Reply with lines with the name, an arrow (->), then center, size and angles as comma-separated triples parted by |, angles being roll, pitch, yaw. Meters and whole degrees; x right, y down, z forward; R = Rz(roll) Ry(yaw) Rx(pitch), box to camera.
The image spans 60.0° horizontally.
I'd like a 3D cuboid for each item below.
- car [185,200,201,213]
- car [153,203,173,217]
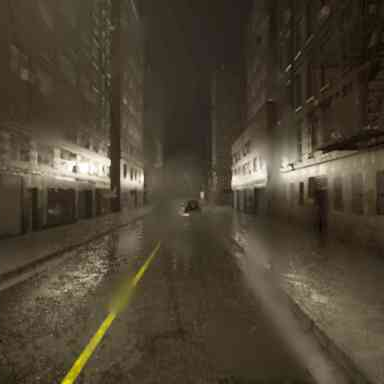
car -> 0.123, 1.814, 43.539 | 2.097, 1.767, 4.553 | 0, -1, 0
car -> -3.043, 1.937, 36.470 | 2.033, 1.411, 5.357 | 0, -1, 0
